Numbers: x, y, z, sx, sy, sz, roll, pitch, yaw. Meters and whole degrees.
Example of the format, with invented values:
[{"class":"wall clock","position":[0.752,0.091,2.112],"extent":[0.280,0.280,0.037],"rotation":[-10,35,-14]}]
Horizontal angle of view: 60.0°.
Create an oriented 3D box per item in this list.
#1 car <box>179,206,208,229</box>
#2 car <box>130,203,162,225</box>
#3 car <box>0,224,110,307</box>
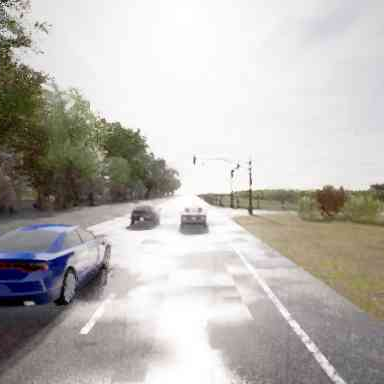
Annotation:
[{"class":"car","position":[0.106,1.634,22.539],"extent":[2.033,1.411,5.357],"rotation":[0,0,0]},{"class":"car","position":[-3.395,1.600,24.924],"extent":[1.837,1.490,4.892],"rotation":[0,0,0]},{"class":"car","position":[-3.399,1.510,8.152],"extent":[1.882,1.535,5.008],"rotation":[0,0,0]}]
